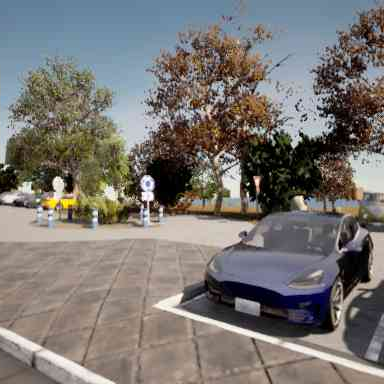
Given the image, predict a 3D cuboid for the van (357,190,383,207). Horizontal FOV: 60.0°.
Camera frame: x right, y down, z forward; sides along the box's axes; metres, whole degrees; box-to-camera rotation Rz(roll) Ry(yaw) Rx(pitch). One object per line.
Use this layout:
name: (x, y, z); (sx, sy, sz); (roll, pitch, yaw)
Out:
van: (9.727, 0.878, 16.913); (1.878, 1.987, 4.442); (2, 2, 36)

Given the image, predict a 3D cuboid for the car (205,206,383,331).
car: (2.152, 1.138, 6.369); (2.163, 1.488, 4.792); (2, 1, 36)

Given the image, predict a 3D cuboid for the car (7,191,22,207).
car: (-16.687, 0.856, 35.886); (2.163, 1.488, 4.792); (2, 1, 36)

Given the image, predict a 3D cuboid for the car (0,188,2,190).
car: (-21.259, 0.643, 39.012); (1.946, 1.575, 5.366); (2, 1, 36)

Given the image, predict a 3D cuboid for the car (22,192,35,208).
car: (-14.508, 0.788, 34.378); (2.185, 1.767, 4.553); (2, 1, 36)

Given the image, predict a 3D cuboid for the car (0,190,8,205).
car: (-18.912, 0.777, 37.534); (2.002, 1.452, 4.674); (2, 1, 36)

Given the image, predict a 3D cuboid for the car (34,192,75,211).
car: (-12.291, 1.003, 32.724); (2.097, 1.535, 5.008); (2, 1, 36)
